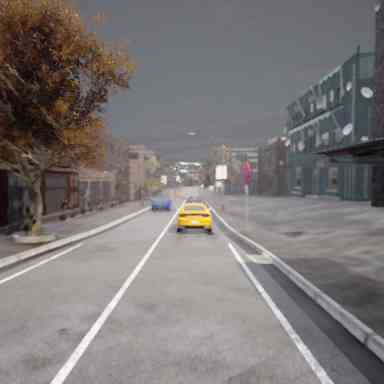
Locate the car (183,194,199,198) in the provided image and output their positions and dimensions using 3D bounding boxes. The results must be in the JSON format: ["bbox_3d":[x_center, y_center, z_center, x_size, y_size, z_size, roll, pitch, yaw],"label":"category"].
[{"bbox_3d":[0.219,1.221,39.818,2.033,1.411,5.357,0,1,0],"label":"car"}]

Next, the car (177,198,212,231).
[{"bbox_3d":[0.129,1.394,19.814,1.882,1.535,5.008,0,1,0],"label":"car"}]

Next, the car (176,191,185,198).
[{"bbox_3d":[-2.606,0.489,75.657,1.882,1.535,5.008,0,1,0],"label":"car"}]

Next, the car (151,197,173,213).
[{"bbox_3d":[-3.035,1.224,34.279,1.882,1.535,5.008,0,1,1],"label":"car"}]
